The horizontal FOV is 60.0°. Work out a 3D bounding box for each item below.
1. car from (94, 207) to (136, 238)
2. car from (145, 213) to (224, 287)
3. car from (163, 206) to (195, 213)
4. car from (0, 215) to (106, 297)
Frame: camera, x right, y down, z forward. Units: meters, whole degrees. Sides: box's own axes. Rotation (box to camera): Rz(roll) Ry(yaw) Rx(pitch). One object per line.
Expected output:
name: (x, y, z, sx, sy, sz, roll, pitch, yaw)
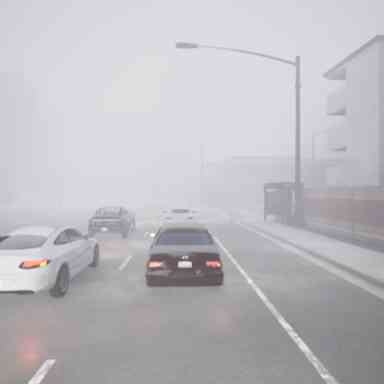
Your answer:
car: (-4.143, 1.519, 17.697, 2.128, 1.511, 4.902, 0, 0, -3)
car: (-0.247, 1.562, 9.432, 2.033, 1.411, 5.357, 0, 0, -2)
car: (-0.768, 1.557, 20.042, 1.812, 1.442, 4.674, 0, 0, -3)
car: (-3.722, 1.539, 8.479, 1.812, 1.442, 4.674, 0, 0, -2)
